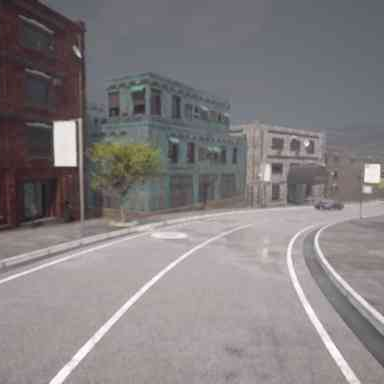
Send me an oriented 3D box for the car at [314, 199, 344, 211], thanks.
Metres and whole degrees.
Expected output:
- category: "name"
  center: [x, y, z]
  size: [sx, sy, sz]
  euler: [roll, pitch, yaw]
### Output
- category: "car"
  center: [17.390, 1.567, 41.936]
  size: [5.357, 1.411, 2.033]
  euler: [1, 3, -44]
